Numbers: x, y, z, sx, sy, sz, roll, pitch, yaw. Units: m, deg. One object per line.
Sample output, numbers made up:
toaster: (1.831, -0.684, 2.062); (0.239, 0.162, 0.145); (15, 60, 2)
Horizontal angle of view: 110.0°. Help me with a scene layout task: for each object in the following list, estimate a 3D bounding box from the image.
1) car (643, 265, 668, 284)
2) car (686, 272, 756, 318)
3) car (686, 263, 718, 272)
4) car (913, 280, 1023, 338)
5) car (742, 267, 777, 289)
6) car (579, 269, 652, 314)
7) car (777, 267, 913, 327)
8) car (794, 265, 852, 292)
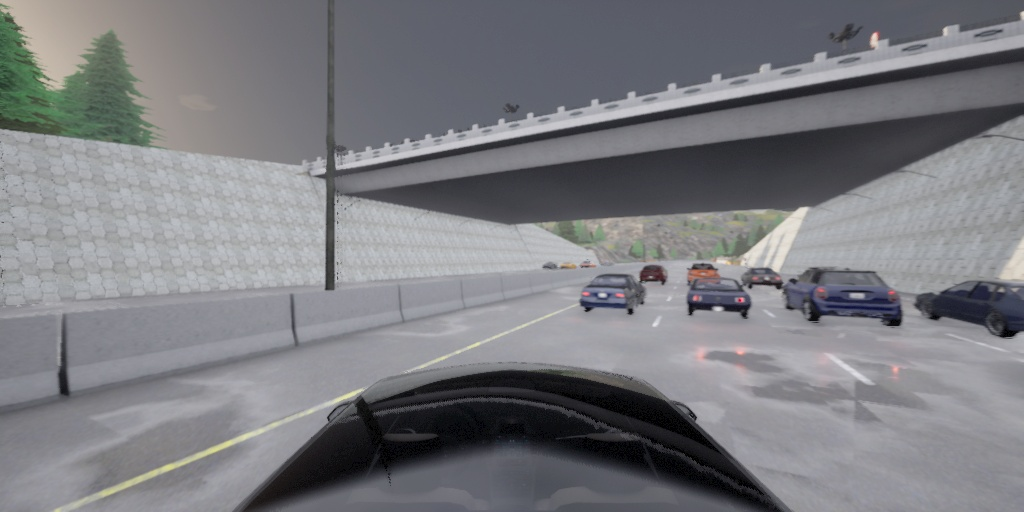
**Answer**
car: (11.691, 1.463, 29.523); (1.882, 1.535, 5.008); (0, 0, 27)
car: (7.693, 1.450, 13.643); (1.895, 1.301, 4.718); (0, -1, 27)
car: (14.453, 1.314, 27.232); (2.097, 1.767, 4.553); (0, -1, 27)
car: (13.626, 1.358, 9.869); (2.033, 1.411, 5.357); (0, -1, 27)
car: (17.185, 1.488, 24.879); (2.033, 1.411, 5.357); (0, -1, 26)
car: (4.224, 1.407, 14.543); (2.033, 1.411, 5.357); (0, -1, 27)
car: (10.908, 1.185, 12.243); (2.097, 1.767, 4.553); (0, -1, 27)
car: (20.758, 1.438, 24.189); (1.837, 1.490, 4.892); (0, 0, 27)
